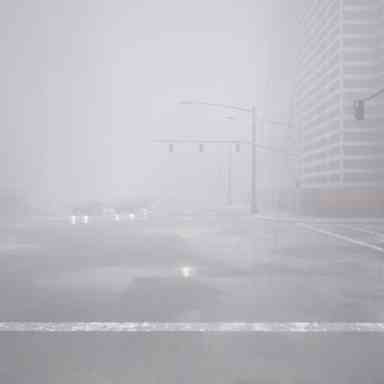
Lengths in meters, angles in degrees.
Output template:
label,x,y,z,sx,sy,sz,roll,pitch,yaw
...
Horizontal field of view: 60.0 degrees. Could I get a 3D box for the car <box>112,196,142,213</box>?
label,x,y,z,sx,sy,sz,roll,pitch,yaw
car,-7.062,1.525,36.606,1.812,1.442,4.674,0,0,0

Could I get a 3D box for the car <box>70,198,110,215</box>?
label,x,y,z,sx,sy,sz,roll,pitch,yaw
car,-10.550,1.548,34.103,2.033,1.411,5.357,0,0,3

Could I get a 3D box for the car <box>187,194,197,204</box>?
label,x,y,z,sx,sy,sz,roll,pitch,yaw
car,0.049,1.547,64.230,2.033,1.411,5.357,0,0,0

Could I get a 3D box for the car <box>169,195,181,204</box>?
label,x,y,z,sx,sy,sz,roll,pitch,yaw
car,-3.451,1.491,64.233,2.128,1.511,4.902,0,0,0

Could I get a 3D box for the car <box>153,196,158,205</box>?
label,x,y,z,sx,sy,sz,roll,pitch,yaw
car,-7.023,1.505,57.255,1.837,1.490,4.892,0,0,0

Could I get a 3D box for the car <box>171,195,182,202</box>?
label,x,y,z,sx,sy,sz,roll,pitch,yaw
car,-3.444,1.354,74.517,2.128,1.511,4.902,0,0,0

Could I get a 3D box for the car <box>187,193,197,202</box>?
label,x,y,z,sx,sy,sz,roll,pitch,yaw
car,0.056,1.184,74.484,2.097,1.767,4.553,0,0,0

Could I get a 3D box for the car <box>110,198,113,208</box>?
label,x,y,z,sx,sy,sz,roll,pitch,yaw
car,-10.558,1.547,44.360,2.033,1.411,5.357,0,0,0

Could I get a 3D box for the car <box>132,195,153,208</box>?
label,x,y,z,sx,sy,sz,roll,pitch,yaw
car,-7.043,1.505,46.985,1.837,1.490,4.892,0,0,0
